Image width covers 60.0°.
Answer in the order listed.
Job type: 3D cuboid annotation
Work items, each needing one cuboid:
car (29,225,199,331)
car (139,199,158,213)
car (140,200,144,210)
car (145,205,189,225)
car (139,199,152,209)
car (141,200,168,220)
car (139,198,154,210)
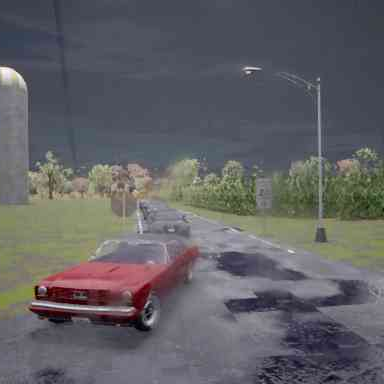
[{"bbox_3d":[-1.205,1.653,7.197,1.895,1.301,4.718,0,0,13],"label":"car"},{"bbox_3d":[-5.534,1.681,42.085,2.128,1.511,4.902,-1,0,-10],"label":"car"},{"bbox_3d":[-3.361,1.700,29.864,1.994,1.385,4.181,-1,0,-10],"label":"car"},{"bbox_3d":[-1.315,1.648,17.793,1.994,1.385,4.181,-1,0,-10],"label":"car"},{"bbox_3d":[-4.390,1.709,35.731,2.033,1.411,5.357,-1,0,-10],"label":"car"},{"bbox_3d":[-2.259,1.600,23.440,2.128,1.511,4.902,-1,0,-10],"label":"car"},{"bbox_3d":[-6.650,1.694,48.172,1.882,1.535,5.008,-1,0,-10],"label":"car"}]
